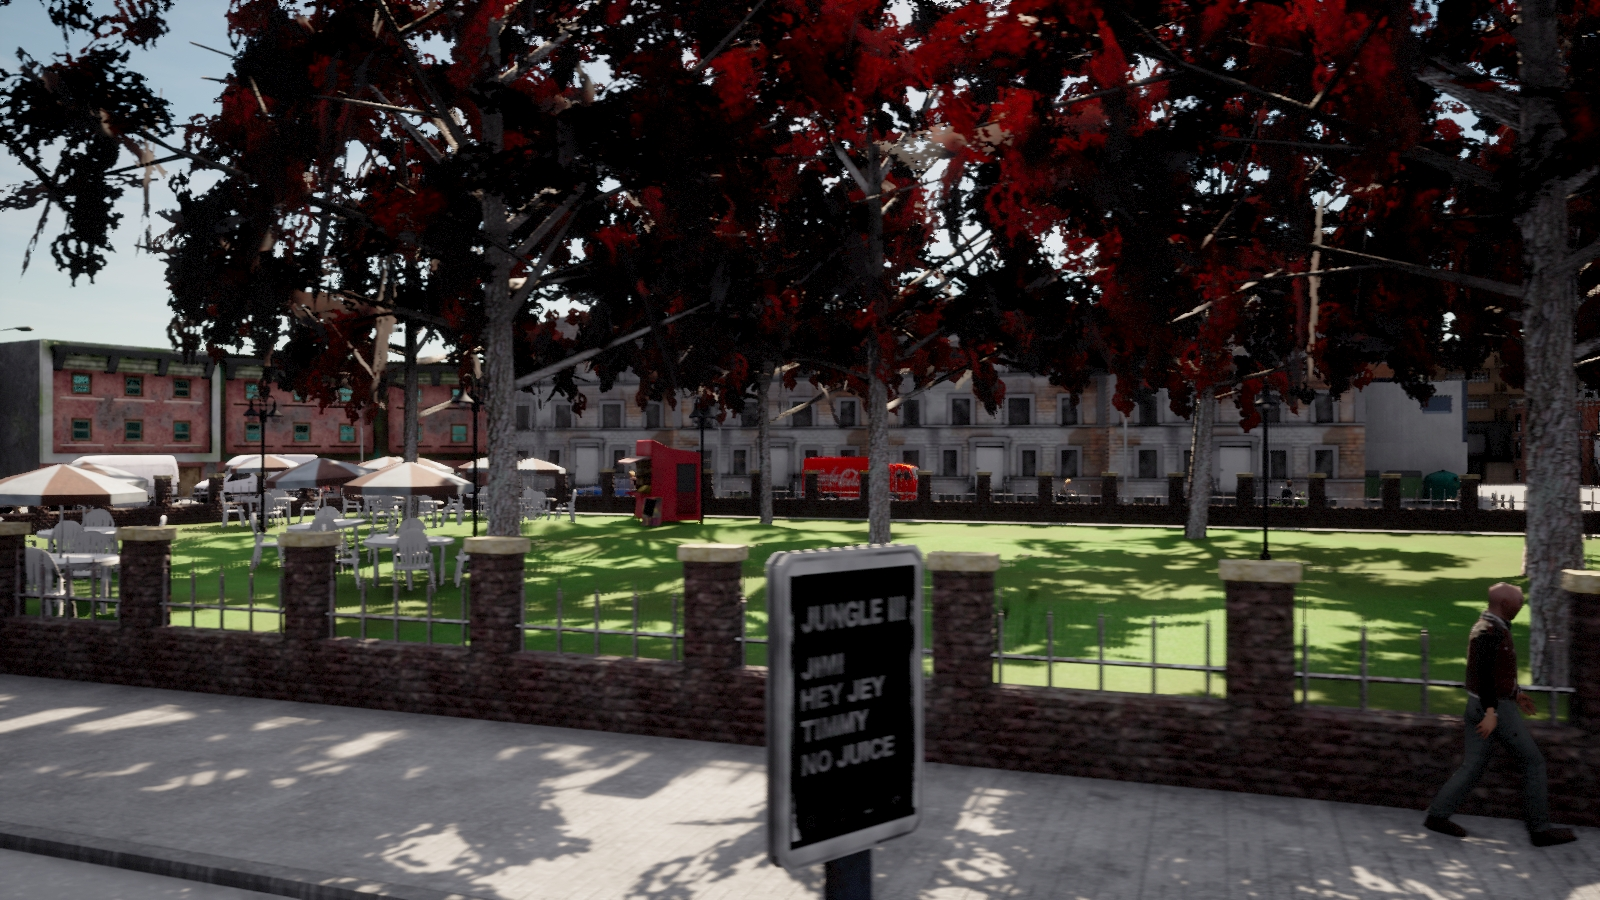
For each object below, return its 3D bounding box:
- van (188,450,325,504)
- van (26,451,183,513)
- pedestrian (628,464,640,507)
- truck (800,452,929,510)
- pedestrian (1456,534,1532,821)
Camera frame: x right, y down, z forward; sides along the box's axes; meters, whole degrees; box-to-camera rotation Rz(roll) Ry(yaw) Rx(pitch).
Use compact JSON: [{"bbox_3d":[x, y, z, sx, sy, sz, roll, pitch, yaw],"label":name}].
[{"bbox_3d":[-27.263,1.307,57.484,1.988,2.561,5.915,0,0,41],"label":"van"},{"bbox_3d":[-30.407,1.306,50.236,1.988,2.561,5.915,0,0,21],"label":"van"},{"bbox_3d":[-7.207,1.521,49.553,0.375,1.860,0.375,0,0,20],"label":"pedestrian"},{"bbox_3d":[2.897,1.345,50.950,5.204,2.467,2.627,0,0,20],"label":"truck"},{"bbox_3d":[4.727,1.523,7.792,0.375,1.860,0.375,0,0,20],"label":"pedestrian"}]
